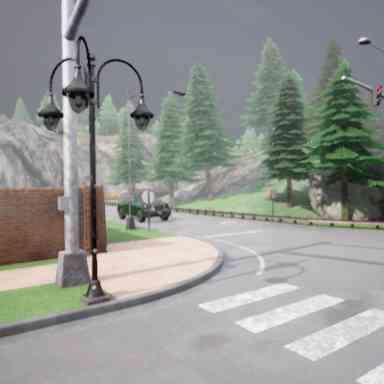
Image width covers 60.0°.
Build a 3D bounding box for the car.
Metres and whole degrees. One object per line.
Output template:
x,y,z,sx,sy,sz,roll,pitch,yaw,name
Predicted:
-3.684,1.043,24.611,2.150,2.045,5.566,-1,1,-34,car
